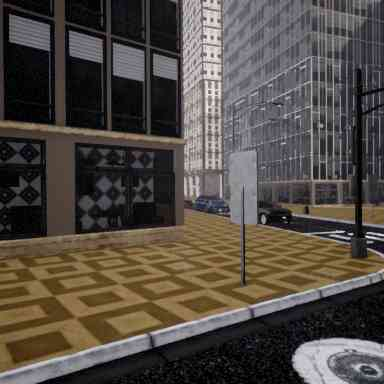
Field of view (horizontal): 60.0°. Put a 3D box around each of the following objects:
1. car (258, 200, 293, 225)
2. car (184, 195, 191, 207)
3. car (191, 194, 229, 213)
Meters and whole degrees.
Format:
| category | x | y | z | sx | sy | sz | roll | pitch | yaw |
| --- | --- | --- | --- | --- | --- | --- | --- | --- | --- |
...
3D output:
| category | x | y | z | sx | sy | sz | roll | pitch | yaw |
| --- | --- | --- | --- | --- | --- | --- | --- | --- | --- |
| car | 4.884 | 1.278 | 22.851 | 1.882 | 1.535 | 5.008 | -1 | 1 | -19 |
| car | -1.318 | 1.094 | 41.344 | 1.994 | 1.385 | 4.181 | -1 | 1 | -18 |
| car | 1.835 | 1.020 | 31.924 | 2.097 | 1.767 | 4.553 | -1 | 1 | -19 |
